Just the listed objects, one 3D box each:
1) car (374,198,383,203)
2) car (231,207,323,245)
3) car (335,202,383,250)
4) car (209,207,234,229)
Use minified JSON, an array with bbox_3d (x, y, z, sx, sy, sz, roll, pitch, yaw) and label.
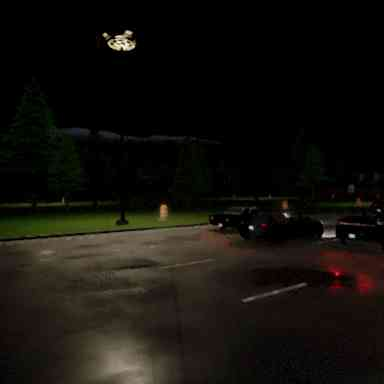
[{"bbox_3d":[17.751,1.276,29.551,4.892,1.490,1.837,-1,0,-35],"label":"car"},{"bbox_3d":[4.154,1.476,15.307,4.181,1.385,1.994,-1,0,-35],"label":"car"},{"bbox_3d":[7.863,1.388,13.652,4.902,1.511,2.128,-1,0,-35],"label":"car"},{"bbox_3d":[3.362,1.500,19.413,4.718,1.301,1.895,-1,0,-35],"label":"car"}]
